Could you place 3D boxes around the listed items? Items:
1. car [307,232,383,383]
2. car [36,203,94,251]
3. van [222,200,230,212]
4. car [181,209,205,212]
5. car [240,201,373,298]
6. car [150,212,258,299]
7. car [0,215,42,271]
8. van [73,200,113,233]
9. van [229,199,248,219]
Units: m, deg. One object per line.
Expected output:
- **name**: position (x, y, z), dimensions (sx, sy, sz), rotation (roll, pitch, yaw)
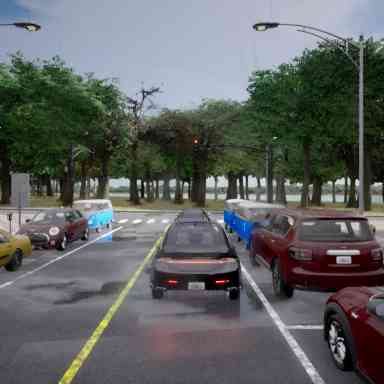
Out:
- **car**: position (2.759, 1.440, 2.988), dimensions (1.967, 1.590, 4.097), rotation (0, 0, 0)
- **car**: position (-5.771, 1.441, 13.859), dimensions (1.967, 1.590, 4.097), rotation (0, 0, 0)
- **van**: position (2.751, 1.343, 19.301), dimensions (1.690, 1.788, 3.998), rotation (0, 0, 0)
- **car**: position (0.048, 1.566, 17.375), dimensions (1.994, 1.385, 4.181), rotation (0, 0, 1)
- **car**: position (2.757, 1.315, 8.426), dimensions (2.192, 1.841, 5.009), rotation (0, 0, 0)
- **car**: position (0.085, 1.492, 8.457), dimensions (2.128, 1.511, 4.902), rotation (0, 0, 0)
- **car**: position (-5.768, 1.526, 8.252), dimensions (1.752, 1.417, 4.829), rotation (0, 0, 0)
- **van**: position (-5.774, 1.343, 19.297), dimensions (1.690, 1.788, 3.998), rotation (0, 0, 0)
- **van**: position (2.754, 1.342, 13.863), dimensions (1.690, 1.788, 3.998), rotation (0, 0, 0)
